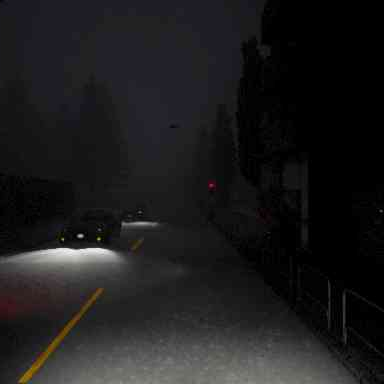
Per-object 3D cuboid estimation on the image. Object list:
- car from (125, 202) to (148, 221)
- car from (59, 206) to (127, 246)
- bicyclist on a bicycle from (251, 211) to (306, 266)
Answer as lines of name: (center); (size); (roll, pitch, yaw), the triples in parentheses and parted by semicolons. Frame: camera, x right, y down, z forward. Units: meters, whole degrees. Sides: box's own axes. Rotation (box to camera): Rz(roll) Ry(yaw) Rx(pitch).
car: (-4.744, 1.526, 27.441); (1.812, 1.442, 4.674); (0, 0, -2)
car: (-4.484, 1.564, 15.230); (1.994, 1.385, 4.181); (0, 0, -2)
bicyclist on a bicycle: (2.542, 1.388, 9.647); (1.656, 1.620, 0.582); (4, 0, -2)
